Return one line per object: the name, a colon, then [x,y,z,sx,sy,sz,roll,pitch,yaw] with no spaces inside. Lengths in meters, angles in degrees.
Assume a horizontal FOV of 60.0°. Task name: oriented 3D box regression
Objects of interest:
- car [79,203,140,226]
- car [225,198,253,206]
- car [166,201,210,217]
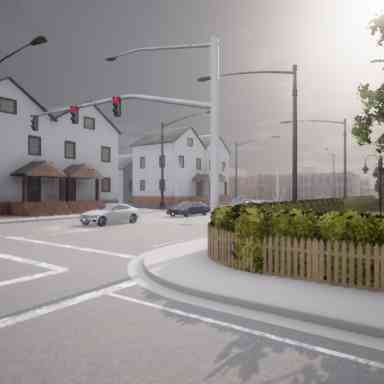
car: [-5.662,1.522,23.428,1.812,1.442,4.674,0,0,35]
car: [5.708,1.488,39.863,2.128,1.511,4.902,0,0,35]
car: [-0.172,1.544,31.375,2.033,1.411,5.357,0,0,35]
